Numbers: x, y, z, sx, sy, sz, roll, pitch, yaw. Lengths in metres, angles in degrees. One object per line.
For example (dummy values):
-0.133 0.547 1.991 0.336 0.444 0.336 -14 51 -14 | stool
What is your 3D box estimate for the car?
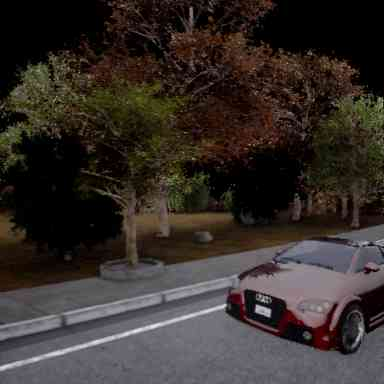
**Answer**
2.607 1.575 6.173 4.181 1.385 1.994 0 0 -39 | car
